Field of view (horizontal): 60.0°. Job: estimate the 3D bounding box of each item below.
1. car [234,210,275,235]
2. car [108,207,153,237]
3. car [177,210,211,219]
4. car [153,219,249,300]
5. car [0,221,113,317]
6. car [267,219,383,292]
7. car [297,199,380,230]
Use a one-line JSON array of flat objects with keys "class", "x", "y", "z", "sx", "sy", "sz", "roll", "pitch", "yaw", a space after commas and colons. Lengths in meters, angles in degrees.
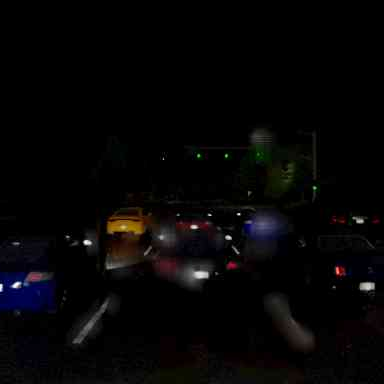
[{"class": "car", "x": 3.604, "y": 1.688, "z": 19.003, "sx": 1.994, "sy": 1.385, "sz": 4.181, "roll": 0, "pitch": 0, "yaw": 0}, {"class": "car", "x": -3.398, "y": 1.601, "z": 18.917, "sx": 1.882, "sy": 1.535, "sz": 5.008, "roll": 0, "pitch": 0, "yaw": 0}, {"class": "car", "x": 0.103, "y": 1.684, "z": 18.331, "sx": 1.994, "sy": 1.385, "sz": 4.181, "roll": 0, "pitch": 0, "yaw": 0}, {"class": "car", "x": 0.117, "y": 1.620, "z": 8.567, "sx": 1.994, "sy": 1.385, "sz": 4.181, "roll": 0, "pitch": 0, "yaw": -1}, {"class": "car", "x": -3.400, "y": 1.615, "z": 7.699, "sx": 1.994, "sy": 1.385, "sz": 4.181, "roll": 0, "pitch": 0, "yaw": 0}, {"class": "car", "x": 3.601, "y": 1.660, "z": 9.047, "sx": 1.895, "sy": 1.301, "sz": 4.718, "roll": 0, "pitch": 0, "yaw": 0}, {"class": "car", "x": 7.103, "y": 1.334, "z": 16.731, "sx": 2.150, "sy": 2.045, "sz": 5.566, "roll": 0, "pitch": 0, "yaw": 0}]
